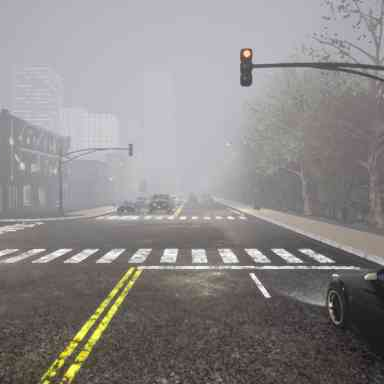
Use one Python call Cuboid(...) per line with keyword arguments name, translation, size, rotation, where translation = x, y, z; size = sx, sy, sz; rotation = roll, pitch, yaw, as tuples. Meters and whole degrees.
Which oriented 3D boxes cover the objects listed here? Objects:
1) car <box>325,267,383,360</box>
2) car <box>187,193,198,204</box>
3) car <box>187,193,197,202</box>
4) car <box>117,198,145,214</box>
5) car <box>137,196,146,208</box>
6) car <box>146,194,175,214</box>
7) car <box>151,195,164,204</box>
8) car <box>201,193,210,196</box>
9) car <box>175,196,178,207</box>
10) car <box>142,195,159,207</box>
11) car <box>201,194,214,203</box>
Cuboid(name="car", translation=(3.352, 1.563, 4.257), size=(1.994, 1.385, 4.181), rotation=(0, 0, 0))
Cuboid(name="car", translation=(0.148, 1.454, 65.212), size=(1.882, 1.535, 5.008), rotation=(0, 0, 0))
Cuboid(name="car", translation=(0.057, 1.194, 78.127), size=(2.150, 2.045, 5.566), rotation=(0, 0, 0))
Cuboid(name="car", translation=(-6.582, 1.590, 35.318), size=(1.895, 1.301, 4.718), rotation=(0, 0, 1))
Cuboid(name="car", translation=(-6.557, 1.337, 44.229), size=(2.097, 1.767, 4.553), rotation=(0, 0, 0))
Cuboid(name="car", translation=(-3.314, 1.211, 36.269), size=(2.150, 2.045, 5.566), rotation=(0, 0, 0))
Cuboid(name="car", translation=(-6.508, 1.454, 63.562), size=(1.882, 1.535, 5.008), rotation=(0, 0, 1))
Cuboid(name="car", translation=(3.306, 1.195, 76.875), size=(2.150, 2.045, 5.566), rotation=(0, 0, 0))
Cuboid(name="car", translation=(-3.304, 1.510, 46.259), size=(1.812, 1.442, 4.674), rotation=(0, 0, 0))
Cuboid(name="car", translation=(-6.550, 1.334, 53.118), size=(2.097, 1.767, 4.553), rotation=(0, 0, 0))
Cuboid(name="car", translation=(3.399, 1.576, 66.895), size=(1.895, 1.301, 4.718), rotation=(0, 0, 0))
